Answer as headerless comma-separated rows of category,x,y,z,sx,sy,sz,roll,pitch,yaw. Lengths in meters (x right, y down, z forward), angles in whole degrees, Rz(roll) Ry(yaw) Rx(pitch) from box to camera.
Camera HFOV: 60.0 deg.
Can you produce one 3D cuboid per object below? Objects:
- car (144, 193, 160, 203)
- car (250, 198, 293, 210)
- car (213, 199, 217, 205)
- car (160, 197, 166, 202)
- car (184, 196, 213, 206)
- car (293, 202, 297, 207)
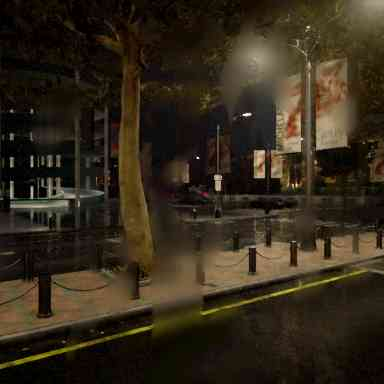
car,-9.835,1.224,68.728,5.566,2.045,2.150,0,0,37
car,9.969,1.547,43.298,2.033,1.411,5.357,0,0,-35
car,2.477,1.490,59.964,2.128,1.511,4.902,0,0,-36
car,-8.012,1.540,71.723,5.357,1.411,2.033,0,0,37
car,0.633,1.547,56.588,2.033,1.411,5.357,0,0,-35
car,11.969,1.547,46.545,2.033,1.411,5.357,0,0,-35
